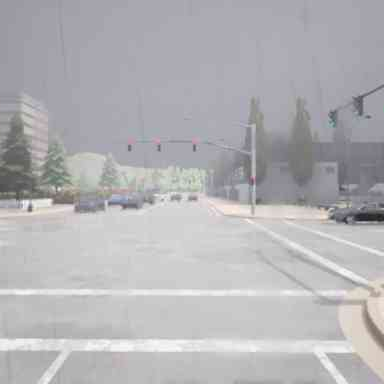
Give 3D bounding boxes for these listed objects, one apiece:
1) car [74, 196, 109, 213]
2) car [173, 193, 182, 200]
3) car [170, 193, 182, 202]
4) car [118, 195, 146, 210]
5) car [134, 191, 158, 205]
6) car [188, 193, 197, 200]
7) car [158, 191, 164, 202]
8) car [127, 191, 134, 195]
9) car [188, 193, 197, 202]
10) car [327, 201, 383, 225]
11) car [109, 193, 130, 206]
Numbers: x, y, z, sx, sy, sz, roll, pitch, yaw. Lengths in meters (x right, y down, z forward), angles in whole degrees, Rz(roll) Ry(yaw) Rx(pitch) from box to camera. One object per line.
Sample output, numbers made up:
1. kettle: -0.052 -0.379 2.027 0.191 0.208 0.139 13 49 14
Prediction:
1. car: -10.595 1.175 34.748 2.097 1.767 4.553 0 0 2
2. car: -3.360 1.014 77.599 1.994 1.385 4.181 0 0 0
3. car: -3.379 1.164 67.230 1.837 1.490 4.892 0 0 0
4. car: -7.013 1.400 39.433 1.895 1.301 4.718 0 0 0
5. car: -6.975 0.965 51.032 2.150 2.045 5.566 0 0 1
6. car: 0.140 1.014 77.593 1.994 1.385 4.181 0 0 0
7. car: -6.880 0.881 67.115 2.150 2.045 5.566 0 0 0
8. car: -10.414 1.035 62.857 2.097 1.767 4.553 0 0 1
9. car: 0.121 1.137 67.223 1.882 1.535 5.008 0 0 0
10. car: 11.587 1.379 22.063 4.902 1.511 2.128 0 0 0
11. car: -10.502 1.240 46.662 1.882 1.535 5.008 0 0 0
